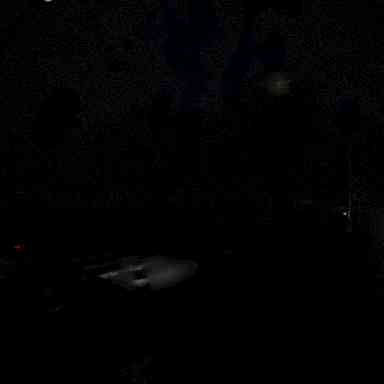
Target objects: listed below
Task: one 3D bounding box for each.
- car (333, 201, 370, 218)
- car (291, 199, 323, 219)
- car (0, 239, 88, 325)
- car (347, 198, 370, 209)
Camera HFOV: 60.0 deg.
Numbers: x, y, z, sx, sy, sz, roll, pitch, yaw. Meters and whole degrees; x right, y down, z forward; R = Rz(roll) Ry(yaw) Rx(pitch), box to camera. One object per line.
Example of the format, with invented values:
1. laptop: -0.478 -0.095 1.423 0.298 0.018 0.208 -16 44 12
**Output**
1. car: 13.524 1.428 28.205 1.895 1.301 4.718 0 0 37
2. car: 9.356 1.323 27.607 1.882 1.535 5.008 0 0 37
3. car: -4.075 1.598 5.177 1.895 1.301 4.718 0 0 37
4. car: 22.270 1.447 44.336 1.895 1.301 4.718 0 0 37
